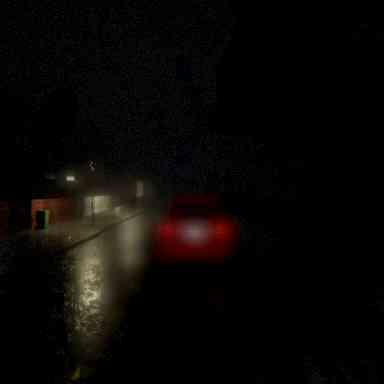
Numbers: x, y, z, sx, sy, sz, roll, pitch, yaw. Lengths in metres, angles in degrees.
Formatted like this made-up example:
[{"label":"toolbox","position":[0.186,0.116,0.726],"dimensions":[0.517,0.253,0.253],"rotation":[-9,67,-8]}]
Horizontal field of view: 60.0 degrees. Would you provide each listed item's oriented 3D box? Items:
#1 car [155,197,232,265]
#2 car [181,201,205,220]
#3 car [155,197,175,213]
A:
[{"label":"car","position":[0.077,1.165,11.531],"dimensions":[2.150,2.045,5.566],"rotation":[0,1,0]},{"label":"car","position":[0.088,1.464,27.611],"dimensions":[1.895,1.301,4.718],"rotation":[0,0,0]},{"label":"car","position":[-2.832,1.349,35.976],"dimensions":[1.812,1.442,4.674],"rotation":[0,0,0]}]
